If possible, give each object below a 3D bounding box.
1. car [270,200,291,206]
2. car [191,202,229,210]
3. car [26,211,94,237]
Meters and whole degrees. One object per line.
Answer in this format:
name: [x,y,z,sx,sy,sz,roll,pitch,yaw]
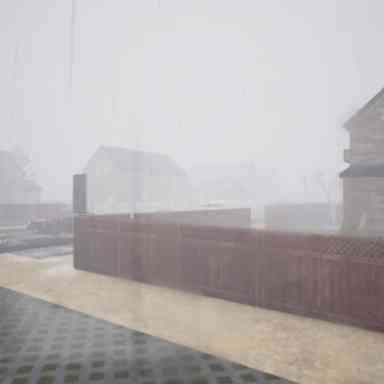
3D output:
car: [12.725,1.947,47.731,2.128,1.511,4.902,0,-1,35]
car: [1.770,1.781,32.460,1.882,1.535,5.008,0,0,35]
car: [-7.210,1.810,19.811,1.895,1.301,4.718,0,0,35]
